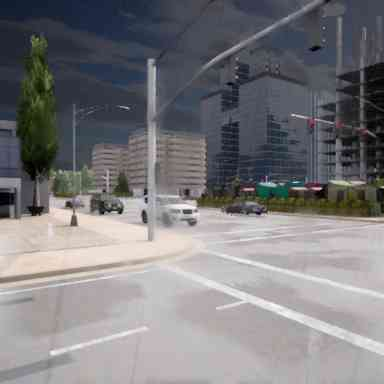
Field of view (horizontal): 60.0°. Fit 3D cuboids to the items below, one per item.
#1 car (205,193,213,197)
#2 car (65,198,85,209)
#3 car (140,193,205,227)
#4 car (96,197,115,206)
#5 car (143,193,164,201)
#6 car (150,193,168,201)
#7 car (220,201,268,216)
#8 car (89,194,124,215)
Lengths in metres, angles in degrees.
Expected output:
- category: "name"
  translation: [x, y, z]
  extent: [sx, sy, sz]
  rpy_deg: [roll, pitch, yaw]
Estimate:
- category: "car"
  translation: [3.240, 1.148, 62.439]
  extent: [3.866, 1.878, 1.905]
  rpy_deg: [0, 0, -34]
- category: "car"
  translation: [-15.980, 1.524, 45.366]
  extent: [1.812, 1.442, 4.674]
  rpy_deg: [0, 1, -33]
- category: "car"
  translation: [-1.713, 1.220, 23.059]
  extent: [2.150, 2.045, 5.566]
  rpy_deg: [0, 0, -33]
- category: "car"
  translation: [-14.754, 1.559, 56.731]
  extent: [1.994, 1.385, 4.181]
  rpy_deg: [0, 0, -33]
- category: "car"
  translation: [-9.384, 1.145, 81.086]
  extent: [4.605, 1.855, 1.932]
  rpy_deg: [0, 0, -34]
- category: "car"
  translation: [-7.805, 1.148, 78.660]
  extent: [3.866, 1.878, 1.905]
  rpy_deg: [0, 0, -34]
- category: "car"
  translation: [4.949, 1.543, 32.263]
  extent: [2.033, 1.411, 5.357]
  rpy_deg: [0, 0, -31]
- category: "car"
  translation: [-8.889, 1.219, 34.250]
  extent: [2.150, 2.045, 5.566]
  rpy_deg: [0, 0, -33]
